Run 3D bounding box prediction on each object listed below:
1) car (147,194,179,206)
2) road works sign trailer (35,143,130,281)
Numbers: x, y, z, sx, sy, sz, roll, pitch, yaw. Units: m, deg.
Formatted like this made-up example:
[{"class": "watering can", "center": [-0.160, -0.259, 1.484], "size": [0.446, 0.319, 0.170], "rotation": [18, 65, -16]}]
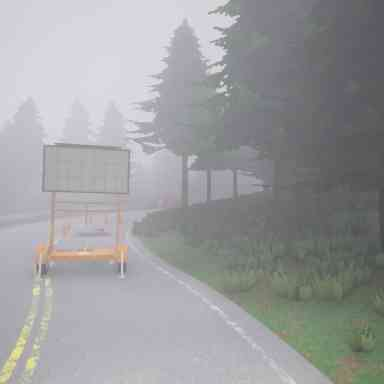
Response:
[{"class": "car", "center": [-3.361, 1.105, 39.669], "size": [2.097, 1.767, 4.553], "rotation": [-3, 0, 29]}, {"class": "road works sign trailer", "center": [-3.093, 0.424, 9.792], "size": [2.380, 3.560, 2.880], "rotation": [2, 0, -15]}]
